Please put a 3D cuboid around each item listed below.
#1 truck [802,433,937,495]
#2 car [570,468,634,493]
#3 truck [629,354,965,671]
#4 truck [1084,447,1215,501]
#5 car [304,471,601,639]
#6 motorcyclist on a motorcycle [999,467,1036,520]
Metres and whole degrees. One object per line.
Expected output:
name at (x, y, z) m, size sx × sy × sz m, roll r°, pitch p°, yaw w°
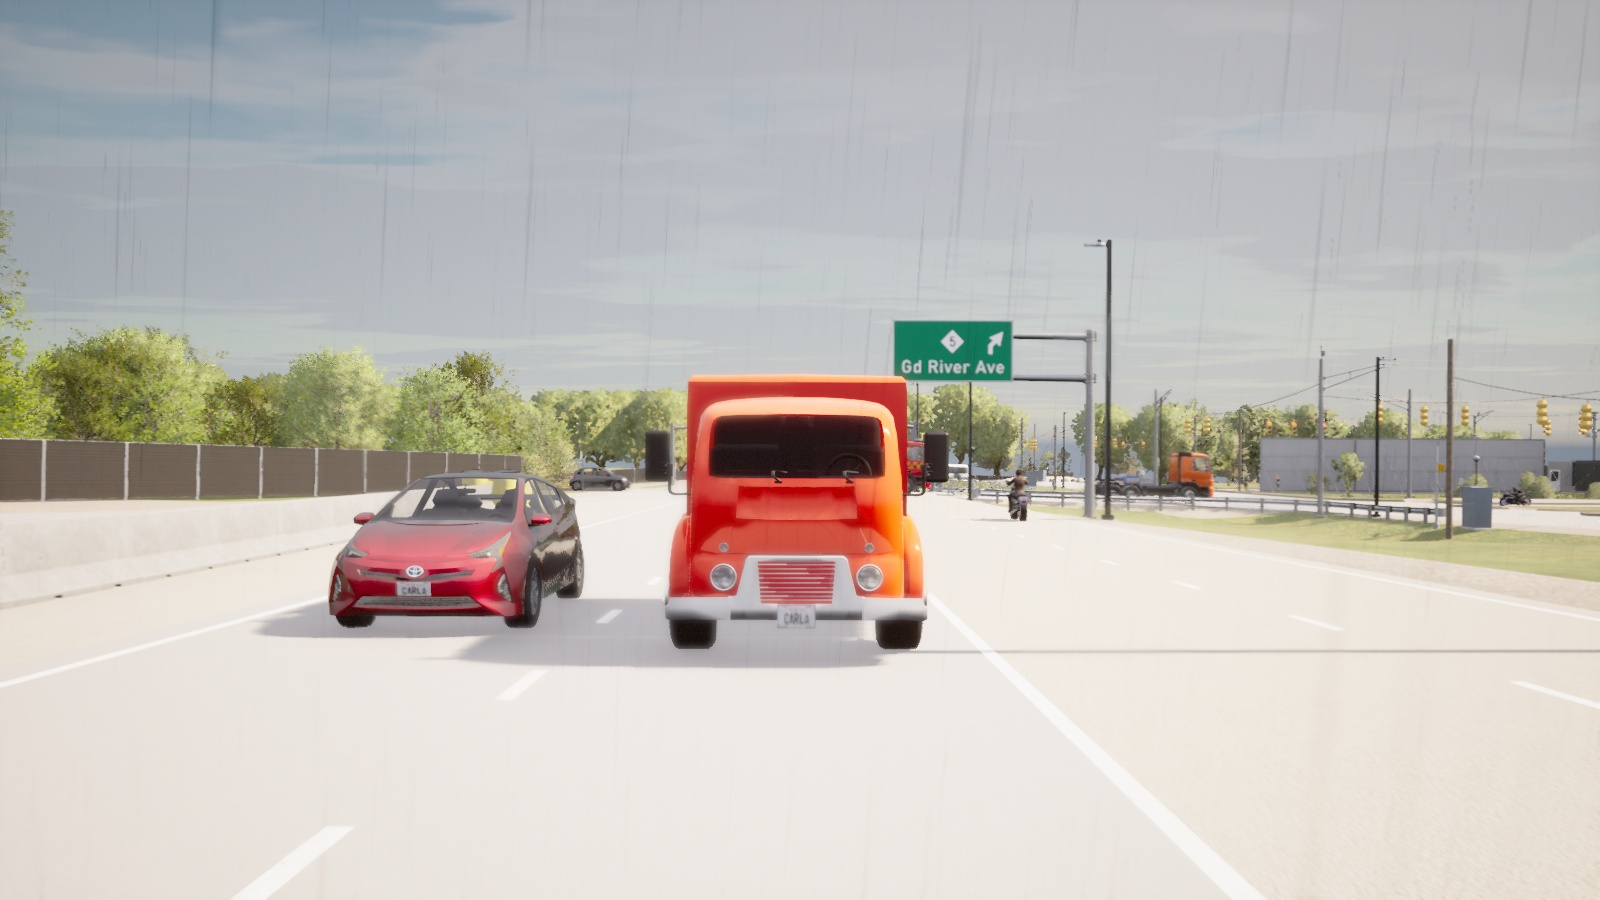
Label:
truck at (4.385, 0.903, 80.350) m, size 8.468 × 3.827 × 2.891 m, roll 0°, pitch -1°, yaw 0°
car at (-13.210, 2.022, 83.775) m, size 3.988 × 1.617 × 1.851 m, roll 0°, pitch -1°, yaw 0°
truck at (-0.031, 0.531, 12.447) m, size 2.627 × 2.467 × 5.204 m, roll 0°, pitch -1°, yaw 0°
truck at (23.307, 1.612, 83.969) m, size 7.936 × 3.462 × 2.891 m, roll 1°, pitch -1°, yaw -1°
car at (-3.532, 0.999, 13.730) m, size 2.007 × 1.525 × 4.514 m, roll 0°, pitch -1°, yaw 0°
motorcyclist on a motorcycle at (6.907, 1.370, 39.941) m, size 0.766 × 1.649 × 2.350 m, roll 0°, pitch -1°, yaw 0°
